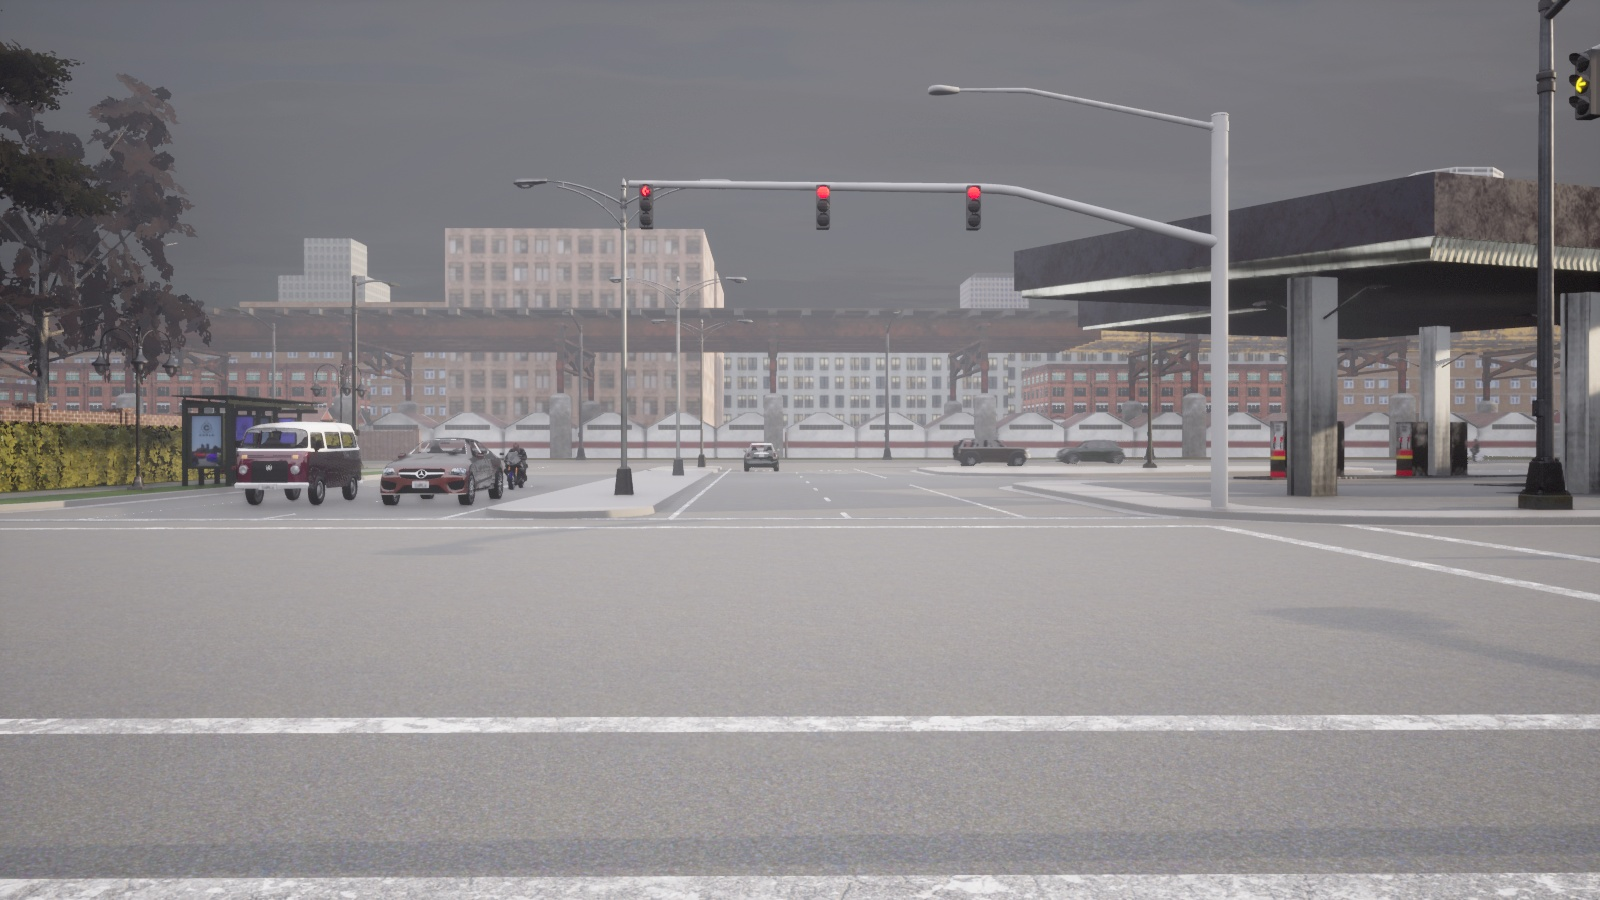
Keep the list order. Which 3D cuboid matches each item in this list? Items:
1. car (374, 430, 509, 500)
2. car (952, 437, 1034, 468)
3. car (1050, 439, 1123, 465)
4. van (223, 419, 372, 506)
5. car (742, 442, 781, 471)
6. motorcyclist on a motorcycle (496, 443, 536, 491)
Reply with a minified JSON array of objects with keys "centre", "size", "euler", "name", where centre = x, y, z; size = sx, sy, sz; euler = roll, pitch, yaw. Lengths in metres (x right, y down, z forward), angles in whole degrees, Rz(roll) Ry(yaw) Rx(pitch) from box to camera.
[{"centre":[-9.015,0.337,32.078],"size":[2.152,1.651,5.027],"euler":[0,0,-2],"name":"car"},{"centre":[11.605,0.146,75.590],"size":[4.605,1.855,1.932],"euler":[0,0,-1],"name":"car"},{"centre":[19.644,0.134,86.247],"size":[4.553,1.767,2.097],"euler":[0,0,-2],"name":"car"},{"centre":[-12.501,0.282,31.579],"size":[2.069,2.038,4.480],"euler":[0,0,-2],"name":"van"},{"centre":[-2.051,0.333,66.845],"size":[1.970,1.475,3.806],"euler":[0,0,-2],"name":"car"},{"centre":[-9.259,0.543,41.008],"size":[0.866,1.530,2.191],"euler":[0,0,-2],"name":"motorcyclist on a motorcycle"}]
